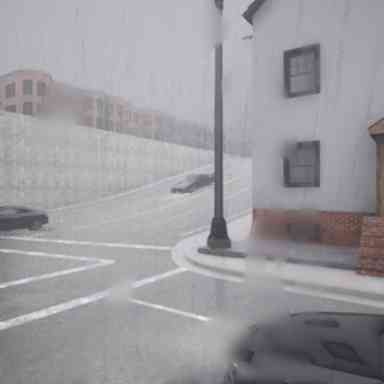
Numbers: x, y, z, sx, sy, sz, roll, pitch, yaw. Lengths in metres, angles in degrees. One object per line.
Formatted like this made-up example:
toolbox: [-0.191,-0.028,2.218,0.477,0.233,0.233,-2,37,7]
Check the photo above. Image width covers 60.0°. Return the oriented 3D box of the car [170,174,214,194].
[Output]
car: [0.182,-0.916,31.511,2.033,1.411,5.357,0,14,36]

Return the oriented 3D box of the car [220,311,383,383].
car: [2.422,1.526,2.242,4.674,1.442,1.812,0,0,36]

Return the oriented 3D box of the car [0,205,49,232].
car: [-9.903,1.466,17.412,1.812,1.442,4.674,1,3,38]
